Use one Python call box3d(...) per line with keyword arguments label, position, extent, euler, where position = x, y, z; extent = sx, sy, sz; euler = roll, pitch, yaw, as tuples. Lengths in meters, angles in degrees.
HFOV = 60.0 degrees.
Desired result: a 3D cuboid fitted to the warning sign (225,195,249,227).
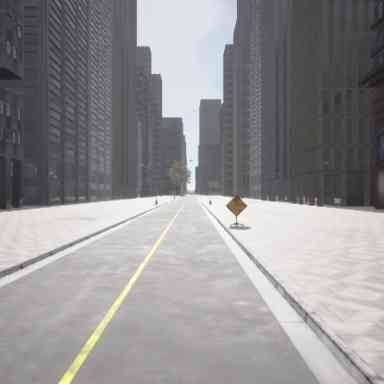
box3d(label="warning sign", position=(2.711, 1.116, 20.244), extent=(1.300, 1.860, 1.060), euler=(0, 0, 0))
